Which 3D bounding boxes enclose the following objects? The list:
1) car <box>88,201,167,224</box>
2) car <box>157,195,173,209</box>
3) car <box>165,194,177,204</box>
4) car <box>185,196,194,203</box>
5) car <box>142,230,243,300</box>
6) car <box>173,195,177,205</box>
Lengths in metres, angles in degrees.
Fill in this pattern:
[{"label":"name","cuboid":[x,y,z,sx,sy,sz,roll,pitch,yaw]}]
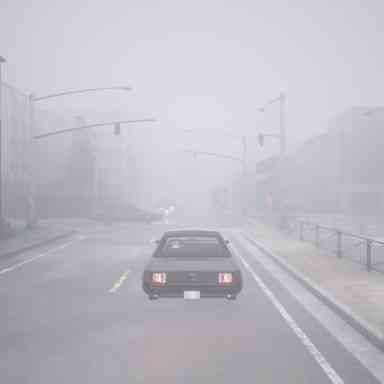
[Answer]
[{"label":"car","cuboid":[-4.826,1.611,24.584,5.357,1.411,2.033,0,-1,0]},{"label":"car","cuboid":[-3.903,1.505,44.338,1.837,1.490,4.892,0,0,0]},{"label":"car","cuboid":[-3.989,1.352,63.771,2.097,1.767,4.553,0,0,0]},{"label":"car","cuboid":[-0.458,1.492,66.611,2.128,1.511,4.902,0,0,0]},{"label":"car","cuboid":[0.009,1.601,8.329,1.895,1.301,4.718,0,0,0]},{"label":"car","cuboid":[-3.959,1.601,53.603,1.895,1.301,4.718,0,0,0]}]
